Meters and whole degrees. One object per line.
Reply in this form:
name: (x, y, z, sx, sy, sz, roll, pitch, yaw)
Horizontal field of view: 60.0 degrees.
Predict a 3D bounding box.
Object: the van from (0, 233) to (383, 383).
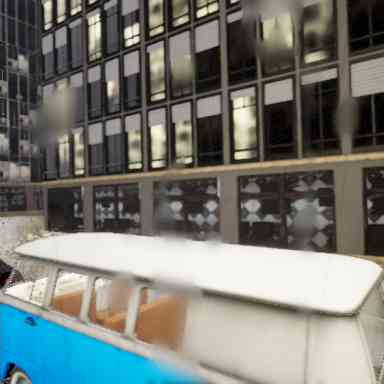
van: (-0.283, 1.362, 3.112, 3.998, 1.788, 1.690, -1, -2, 36)
